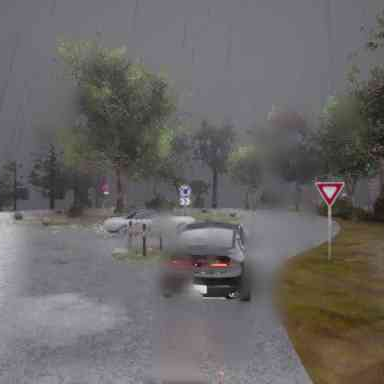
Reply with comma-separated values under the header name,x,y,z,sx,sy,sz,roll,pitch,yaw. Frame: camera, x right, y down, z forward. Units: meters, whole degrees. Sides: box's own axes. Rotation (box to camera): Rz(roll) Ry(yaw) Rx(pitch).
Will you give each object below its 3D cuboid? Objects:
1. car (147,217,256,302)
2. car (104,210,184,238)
name,x,y,z,sx,sy,sz,roll,pitch,yaw
car,0.588,1.505,8.385,1.837,1.490,4.892,0,0,11
car,-2.124,1.601,17.407,4.718,1.301,1.895,0,0,-11
